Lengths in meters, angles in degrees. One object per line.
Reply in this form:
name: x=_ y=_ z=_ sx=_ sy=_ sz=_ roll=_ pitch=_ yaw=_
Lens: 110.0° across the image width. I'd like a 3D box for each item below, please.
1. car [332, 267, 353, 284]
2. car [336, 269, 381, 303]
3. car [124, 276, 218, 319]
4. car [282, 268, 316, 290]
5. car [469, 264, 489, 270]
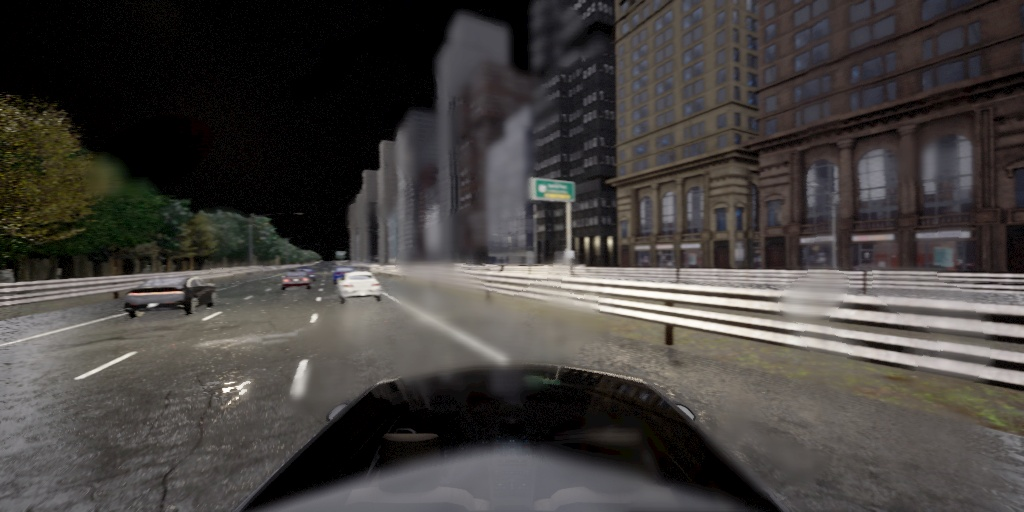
car: x=-16.010 y=1.781 z=34.309 sx=1.882 sy=1.535 sz=5.008 roll=-1 pitch=0 yaw=-27
car: x=-7.989 y=1.554 z=18.692 sx=1.812 sy=1.442 sz=4.674 roll=-1 pitch=-1 yaw=-27
car: x=-13.931 y=1.590 z=14.941 sx=2.128 sy=1.511 sz=4.902 roll=-1 pitch=0 yaw=-27
car: x=-16.388 y=1.795 z=27.411 sx=2.033 sy=1.411 sz=5.357 roll=-1 pitch=-1 yaw=-28
car: x=-5.284 y=1.901 z=51.036 sx=4.892 sy=1.490 sz=1.837 roll=-1 pitch=0 yaw=45
